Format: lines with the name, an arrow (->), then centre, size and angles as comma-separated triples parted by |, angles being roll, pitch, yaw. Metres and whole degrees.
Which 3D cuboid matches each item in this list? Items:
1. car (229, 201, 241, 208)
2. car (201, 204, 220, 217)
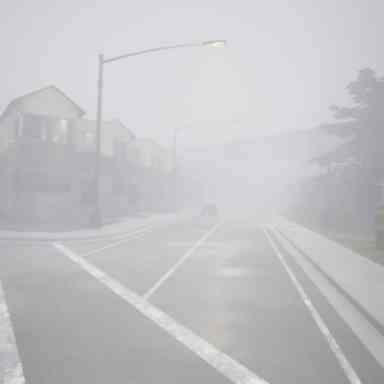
car -> 9.128, 2.672, 70.948 | 2.033, 1.411, 5.357 | 2, -1, 17
car -> 2.173, 2.118, 38.577 | 1.837, 1.490, 4.892 | 2, -1, 9
